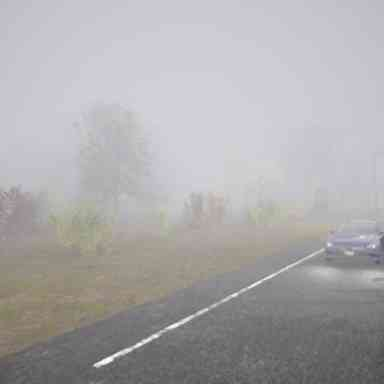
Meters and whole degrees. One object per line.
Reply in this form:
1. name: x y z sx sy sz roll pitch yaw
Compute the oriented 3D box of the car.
1. car: 6.719 1.883 13.362 1.812 1.442 4.674 -3 -3 35
